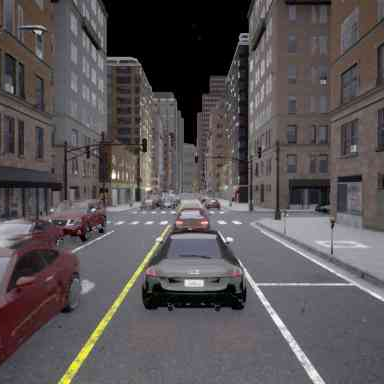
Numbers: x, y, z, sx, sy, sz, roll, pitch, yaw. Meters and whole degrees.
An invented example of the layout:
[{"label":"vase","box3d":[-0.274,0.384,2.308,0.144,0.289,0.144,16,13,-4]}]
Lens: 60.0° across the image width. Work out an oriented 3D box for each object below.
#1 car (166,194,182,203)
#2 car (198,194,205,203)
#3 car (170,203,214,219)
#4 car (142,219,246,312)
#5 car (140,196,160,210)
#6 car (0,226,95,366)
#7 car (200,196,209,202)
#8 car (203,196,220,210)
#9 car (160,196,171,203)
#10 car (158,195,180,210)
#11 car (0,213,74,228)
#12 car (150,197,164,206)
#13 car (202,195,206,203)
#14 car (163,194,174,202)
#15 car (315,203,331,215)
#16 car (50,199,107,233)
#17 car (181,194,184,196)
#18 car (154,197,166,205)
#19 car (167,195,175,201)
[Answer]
[{"label":"car","box3d":[-3.145,1.522,53.772,2.128,1.511,4.902,0,0,0]},{"label":"car","box3d":[2.782,1.595,65.962,1.887,1.381,4.507,-1,0,0]},{"label":"car","box3d":[0.003,1.526,16.957,1.812,1.442,4.674,0,0,0]},{"label":"car","box3d":[0.058,1.563,7.820,1.994,1.385,4.181,0,0,1]},{"label":"car","box3d":[-5.721,1.600,43.673,1.802,1.307,4.206,-1,0,0]},{"label":"car","box3d":[-3.099,1.525,4.963,1.812,1.442,4.674,0,0,0]},{"label":"car","box3d":[2.770,1.616,77.090,1.887,1.381,4.507,-1,0,0]},{"label":"car","box3d":[2.804,1.600,43.710,1.802,1.307,4.206,-1,0,0]},{"label":"car","box3d":[-5.750,1.611,71.497,2.008,1.369,4.403,-1,0,0]},{"label":"car","box3d":[-3.143,1.511,44.373,2.128,1.511,4.902,0,0,0]},{"label":"car","box3d":[-5.687,1.581,11.091,1.802,1.307,4.206,-1,0,0]},{"label":"car","box3d":[-5.733,1.577,54.803,1.887,1.381,4.507,-1,0,0]},{"label":"car","box3d":[2.798,1.550,49.443,1.752,1.417,4.829,-1,0,0]},{"label":"car","box3d":[-5.764,1.399,82.628,2.192,1.841,5.009,-1,0,0]},{"label":"car","box3d":[14.829,1.431,32.250,5.357,1.411,2.033,0,1,2]},{"label":"car","box3d":[-5.696,1.315,16.673,2.192,1.841,5.009,-1,0,0]},{"label":"car","box3d":[-3.112,1.574,64.508,1.812,1.442,4.674,0,0,0]},{"label":"car","box3d":[-5.738,1.566,60.198,1.752,1.417,4.829,-1,0,0]},{"label":"car","box3d":[-5.773,1.546,93.758,1.967,1.590,4.097,-1,0,0]}]
